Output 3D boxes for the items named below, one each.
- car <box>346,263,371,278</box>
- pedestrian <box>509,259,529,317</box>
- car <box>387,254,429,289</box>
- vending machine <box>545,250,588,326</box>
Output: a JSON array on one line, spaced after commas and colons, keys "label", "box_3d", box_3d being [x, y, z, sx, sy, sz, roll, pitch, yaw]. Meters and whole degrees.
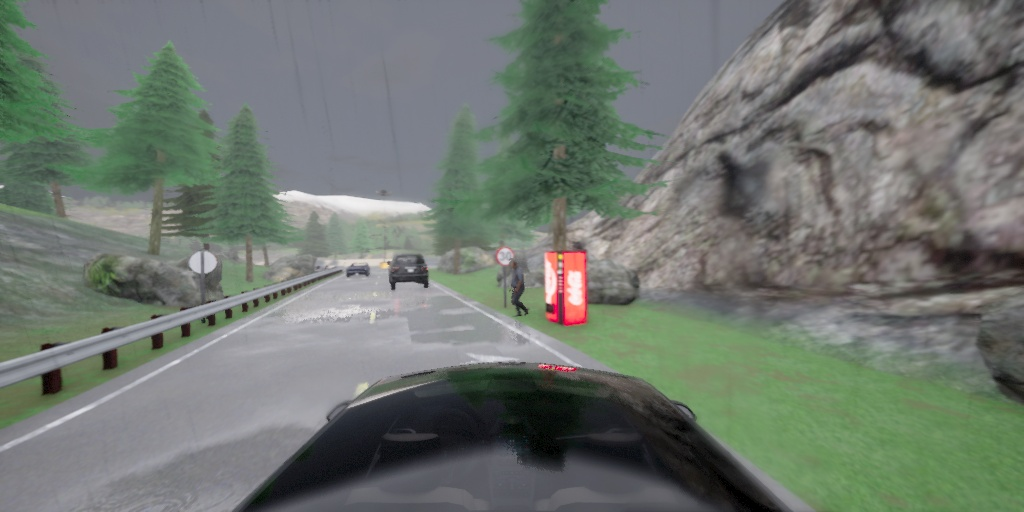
[{"label": "car", "box_3d": [-14.281, 1.272, 33.530, 1.895, 1.301, 4.718, -1, 1, -18]}, {"label": "pedestrian", "box_3d": [0.186, 0.946, 10.947, 0.375, 1.860, 0.375, -1, 1, -20]}, {"label": "car", "box_3d": [-6.532, 0.874, 22.487, 2.150, 2.045, 5.566, -1, 1, -20]}, {"label": "vending machine", "box_3d": [1.566, 0.829, 10.360, 1.100, 2.100, 0.880, 0, 0, -20]}]
